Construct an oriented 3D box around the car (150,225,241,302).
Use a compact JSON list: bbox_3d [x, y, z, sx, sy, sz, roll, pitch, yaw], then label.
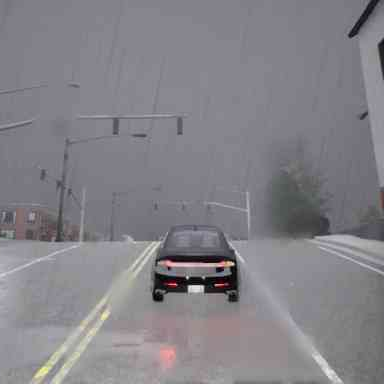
[{"bbox_3d":[0.091,1.594,8.524,2.128,1.511,4.902,0,-1,0],"label":"car"}]
